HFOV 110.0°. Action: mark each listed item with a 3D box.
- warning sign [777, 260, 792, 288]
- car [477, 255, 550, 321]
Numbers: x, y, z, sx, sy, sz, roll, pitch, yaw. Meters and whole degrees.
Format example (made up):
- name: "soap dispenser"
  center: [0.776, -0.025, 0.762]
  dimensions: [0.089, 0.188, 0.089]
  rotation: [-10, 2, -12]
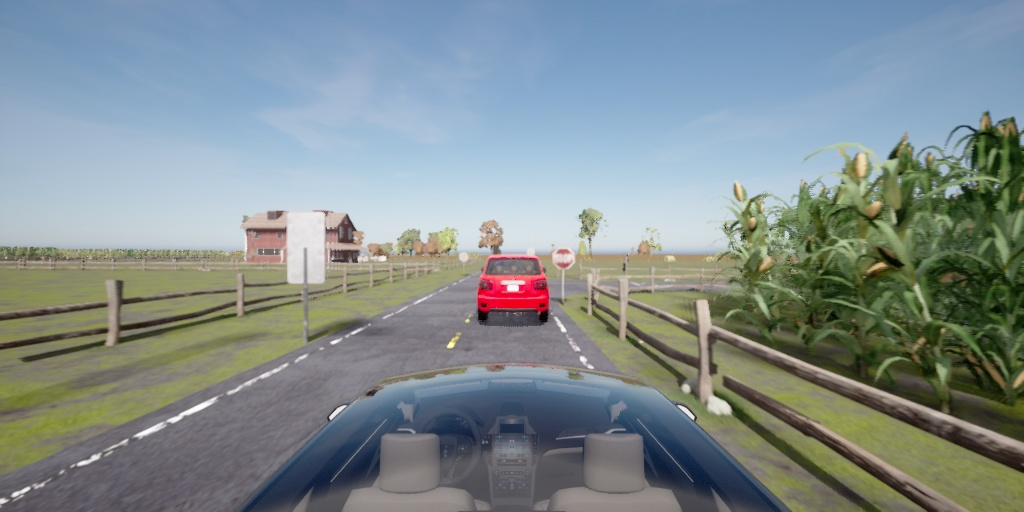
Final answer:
- name: "warning sign"
  center: [15.905, 0.971, 20.987]
  dimensions: [1.060, 1.860, 1.300]
  rotation: [0, 0, 0]
- name: "car"
  center: [0.055, 0.971, 12.511]
  dimensions: [2.150, 2.045, 5.566]
  rotation: [0, 0, 1]
